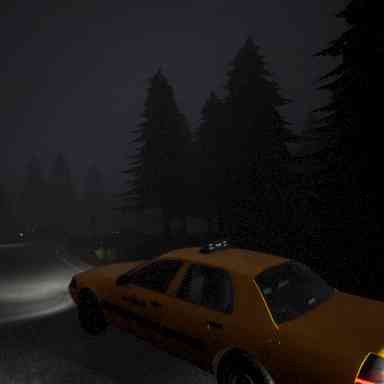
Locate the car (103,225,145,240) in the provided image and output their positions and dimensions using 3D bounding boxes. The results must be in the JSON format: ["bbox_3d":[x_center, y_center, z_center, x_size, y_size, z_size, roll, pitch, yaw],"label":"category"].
[{"bbox_3d":[-7.437,4.510,36.976,2.033,1.411,5.357,-4,-8,20],"label":"car"}]

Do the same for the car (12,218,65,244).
[{"bbox_3d":[-12.730,3.230,28.198,2.150,2.045,5.566,-4,-7,6],"label":"car"}]

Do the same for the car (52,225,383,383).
[{"bbox_3d":[0.121,1.441,4.753,5.366,1.575,1.801,0,1,43],"label":"car"}]

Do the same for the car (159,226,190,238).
[{"bbox_3d":[-2.313,5.543,46.281,1.882,1.535,5.008,-5,-8,30],"label":"car"}]
